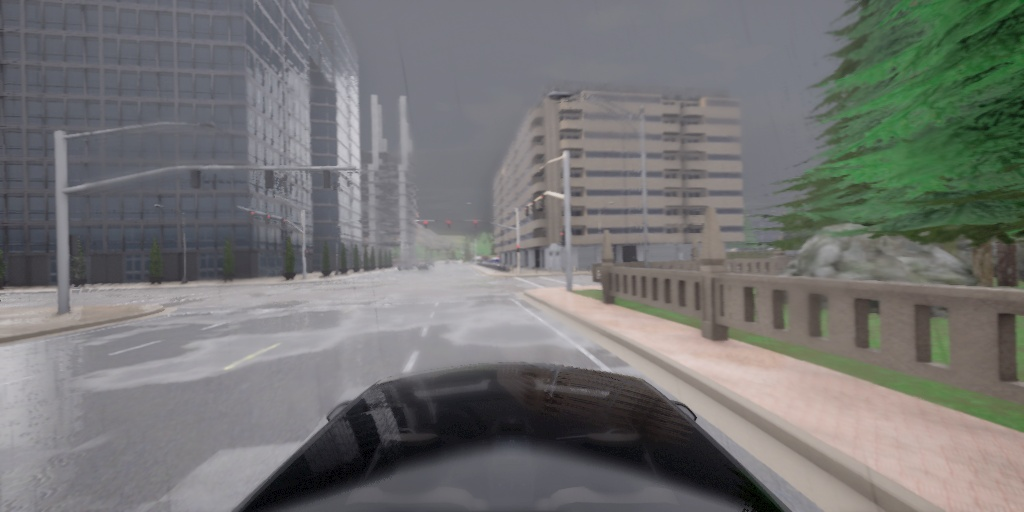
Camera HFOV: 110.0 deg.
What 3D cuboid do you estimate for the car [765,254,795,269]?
[{"bbox_3d":[28.545,0.605,36.378,4.553,1.767,2.097,-2,0,-9],"label":"car"}]

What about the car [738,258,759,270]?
[{"bbox_3d":[26.963,0.912,39.669,4.718,1.301,1.895,-1,0,-9],"label":"car"}]
